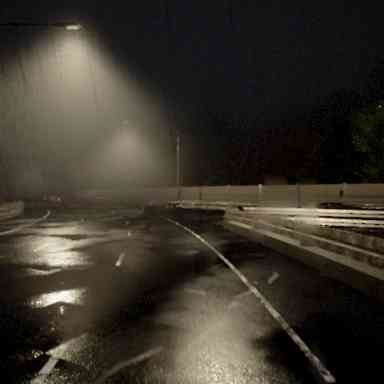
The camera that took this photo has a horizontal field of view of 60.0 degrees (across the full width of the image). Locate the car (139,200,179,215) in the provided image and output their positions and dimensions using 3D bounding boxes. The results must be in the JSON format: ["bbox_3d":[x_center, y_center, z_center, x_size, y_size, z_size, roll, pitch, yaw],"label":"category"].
[{"bbox_3d":[-3.682,1.589,36.222,2.033,1.411,5.357,0,0,-40],"label":"car"}]

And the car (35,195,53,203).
[{"bbox_3d":[-34.259,1.734,75.394,4.902,1.511,2.128,0,0,44],"label":"car"}]

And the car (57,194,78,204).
[{"bbox_3d":[-26.693,1.542,72.189,2.150,2.045,5.566,0,0,-40],"label":"car"}]

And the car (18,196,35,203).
[{"bbox_3d":[-36.798,1.805,72.983,4.718,1.301,1.895,0,0,44],"label":"car"}]

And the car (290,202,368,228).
[{"bbox_3d":[9.273,1.444,22.869,5.008,1.535,1.882,0,0,36],"label":"car"}]

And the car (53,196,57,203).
[{"bbox_3d":[-31.338,1.700,77.491,5.008,1.535,1.882,0,0,44],"label":"car"}]

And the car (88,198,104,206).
[{"bbox_3d":[-17.022,1.716,58.964,1.994,1.385,4.181,0,0,-30],"label":"car"}]
